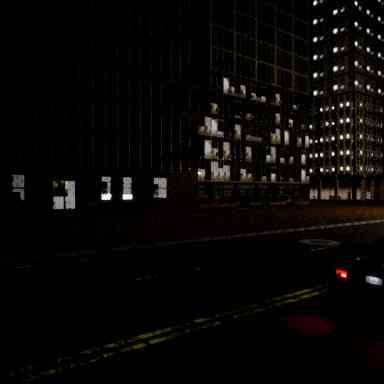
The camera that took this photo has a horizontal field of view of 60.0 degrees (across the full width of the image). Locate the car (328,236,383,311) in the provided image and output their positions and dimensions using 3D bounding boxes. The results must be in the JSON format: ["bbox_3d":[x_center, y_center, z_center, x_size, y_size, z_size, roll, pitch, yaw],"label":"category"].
[{"bbox_3d":[5.118,1.547,7.088,5.357,1.411,2.033,0,0,-35],"label":"car"}]
